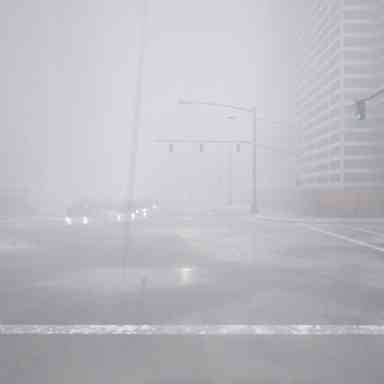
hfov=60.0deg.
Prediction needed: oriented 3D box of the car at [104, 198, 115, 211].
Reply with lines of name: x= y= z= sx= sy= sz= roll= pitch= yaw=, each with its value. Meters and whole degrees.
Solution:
car: x=-10.537 y=1.478 z=41.884 sx=1.882 sy=1.535 sz=5.008 roll=0 pitch=0 yaw=0

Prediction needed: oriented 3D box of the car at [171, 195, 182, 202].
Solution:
car: x=-3.392 y=1.354 z=74.412 sx=2.128 sy=1.511 sz=4.902 roll=0 pitch=0 yaw=0

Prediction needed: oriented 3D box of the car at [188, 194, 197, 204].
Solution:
car: x=0.093 y=1.547 z=64.122 sx=2.033 sy=1.411 sz=5.357 roll=0 pitch=0 yaw=0

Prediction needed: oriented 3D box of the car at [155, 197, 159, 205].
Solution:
car: x=-6.995 y=1.601 z=58.542 sx=1.895 sy=1.301 sz=4.718 roll=0 pitch=0 yaw=0

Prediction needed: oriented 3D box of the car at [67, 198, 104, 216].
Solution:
car: x=-10.590 y=1.352 z=32.752 sx=2.097 sy=1.767 sz=4.553 roll=0 pitch=0 yaw=1

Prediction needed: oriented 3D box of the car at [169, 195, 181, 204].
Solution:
car: x=-3.407 y=1.491 z=64.127 sx=2.128 sy=1.511 sz=4.902 roll=0 pitch=0 yaw=0

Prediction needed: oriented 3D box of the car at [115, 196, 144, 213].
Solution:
car: x=-7.045 y=1.505 z=37.868 sx=1.837 sy=1.490 sz=4.892 roll=0 pitch=0 yaw=0

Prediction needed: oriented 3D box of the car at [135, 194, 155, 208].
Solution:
car: x=-7.027 y=1.491 z=48.218 sx=2.128 sy=1.511 sz=4.902 roll=0 pitch=0 yaw=0

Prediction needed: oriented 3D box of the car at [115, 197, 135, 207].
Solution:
car: x=-10.520 y=1.547 z=52.521 sx=2.033 sy=1.411 sz=5.357 roll=0 pitch=0 yaw=0
